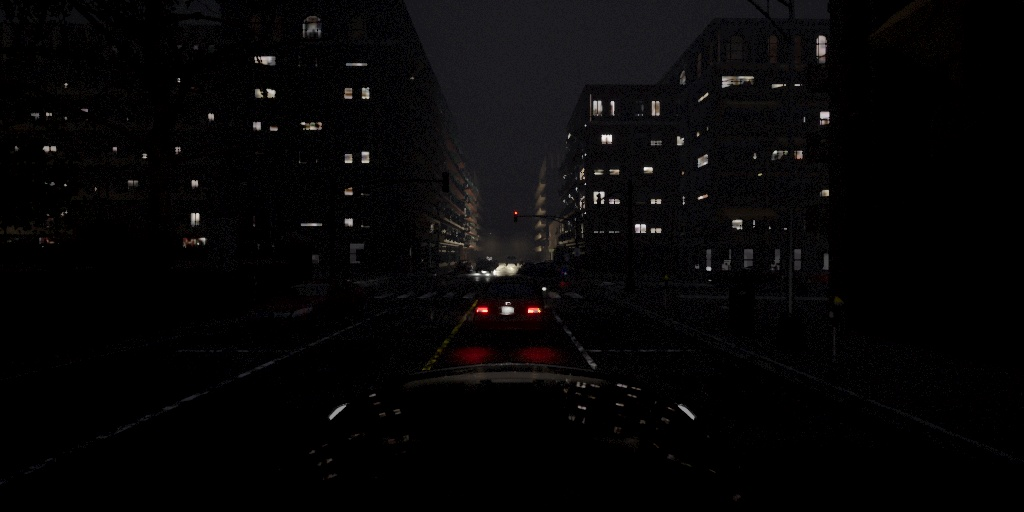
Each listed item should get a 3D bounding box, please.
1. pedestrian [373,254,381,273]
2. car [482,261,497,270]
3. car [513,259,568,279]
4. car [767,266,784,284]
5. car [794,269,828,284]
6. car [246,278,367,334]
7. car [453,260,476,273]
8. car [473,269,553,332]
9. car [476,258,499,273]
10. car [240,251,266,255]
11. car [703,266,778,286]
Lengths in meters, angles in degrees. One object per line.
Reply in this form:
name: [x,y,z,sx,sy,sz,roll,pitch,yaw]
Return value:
pedestrian: [-12.814,0.652,33.955,0.375,1.860,0.375,0,-1,-1]
car: [-3.242,1.349,53.213,1.895,1.301,4.718,0,0,0]
car: [2.693,1.276,31.558,4.674,1.442,1.812,0,1,37]
car: [21.287,1.571,31.508,4.097,1.591,1.967,0,0,-1]
car: [26.960,1.813,31.595,4.207,1.307,1.802,0,0,-1]
car: [-5.715,1.331,10.574,1.802,1.307,4.207,0,0,0]
car: [-5.819,1.188,42.985,1.967,1.591,4.097,0,0,0]
car: [0.050,1.297,10.789,2.033,1.411,5.357,0,0,3]
car: [-3.200,1.296,43.263,2.033,1.411,5.357,0,0,4]
car: [-17.611,0.694,25.146,5.566,2.045,2.150,1,0,-1]
car: [18.144,1.690,28.898,4.718,1.301,1.895,1,0,-1]
